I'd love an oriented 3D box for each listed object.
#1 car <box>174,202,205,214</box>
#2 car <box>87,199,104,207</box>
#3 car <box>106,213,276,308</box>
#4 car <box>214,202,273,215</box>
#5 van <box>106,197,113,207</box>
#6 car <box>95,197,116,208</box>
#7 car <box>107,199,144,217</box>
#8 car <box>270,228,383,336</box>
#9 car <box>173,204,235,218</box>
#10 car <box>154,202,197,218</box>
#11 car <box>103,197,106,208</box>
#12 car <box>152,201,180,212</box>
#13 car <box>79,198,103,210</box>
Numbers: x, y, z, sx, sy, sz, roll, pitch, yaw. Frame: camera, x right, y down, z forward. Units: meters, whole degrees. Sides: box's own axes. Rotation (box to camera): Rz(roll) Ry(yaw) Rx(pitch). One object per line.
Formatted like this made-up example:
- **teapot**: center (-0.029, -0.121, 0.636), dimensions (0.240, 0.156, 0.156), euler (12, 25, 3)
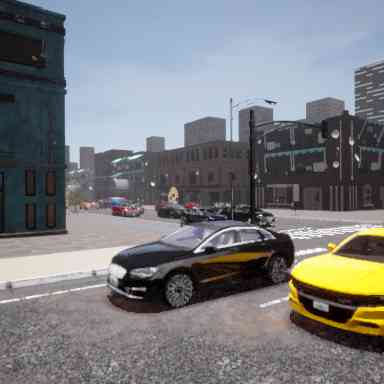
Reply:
- **car**: center (-0.362, 1.903, 40.910), dimensions (1.802, 1.307, 4.206), euler (-2, 0, -36)
- **car**: center (-19.663, 2.227, 67.936), dimensions (1.887, 1.381, 4.507), euler (-1, 0, -36)
- **car**: center (0.444, 1.490, 8.004), dimensions (4.902, 1.511, 2.128), euler (0, 0, -36)
- **car**: center (4.006, 1.706, 24.788), dimensions (1.837, 1.490, 4.892), euler (-1, 0, -34)
- **van**: center (-13.234, 1.906, 58.927), dimensions (1.690, 1.788, 3.998), euler (-1, 0, -36)
- **car**: center (-16.451, 1.939, 63.431), dimensions (2.192, 1.841, 5.009), euler (-1, 0, -36)
- **car**: center (-7.183, 1.846, 36.037), dimensions (1.967, 1.590, 4.097), euler (-1, 0, -36)
- **car**: center (4.004, 1.476, 6.558), dimensions (5.008, 1.535, 1.882), euler (0, 0, -36)
- **car**: center (0.785, 1.814, 24.674), dimensions (1.947, 1.339, 4.313), euler (-2, 0, -36)
- **car**: center (-1.770, 1.879, 32.950), dimensions (1.994, 1.385, 4.181), euler (-1, 0, -35)
- **car**: center (-17.008, 2.113, 59.774), dimensions (2.128, 1.511, 4.902), euler (-1, 0, -36)
- **car**: center (-3.577, 1.965, 45.414), dimensions (1.802, 1.307, 4.206), euler (-2, 0, -36)
- **car**: center (-16.641, 2.015, 53.925), dimensions (2.097, 1.767, 4.553), euler (-1, 0, -36)
